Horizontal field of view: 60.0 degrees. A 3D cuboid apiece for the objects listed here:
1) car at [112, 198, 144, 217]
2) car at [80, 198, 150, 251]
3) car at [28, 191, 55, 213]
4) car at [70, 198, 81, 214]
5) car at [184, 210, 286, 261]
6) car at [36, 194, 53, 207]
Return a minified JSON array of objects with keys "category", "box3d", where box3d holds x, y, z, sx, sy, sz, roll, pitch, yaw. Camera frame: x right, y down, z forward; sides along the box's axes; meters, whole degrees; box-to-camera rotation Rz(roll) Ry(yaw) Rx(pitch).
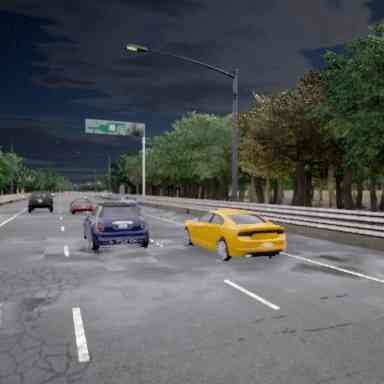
[{"category":"car","box3d":[-5.624,1.263,28.831,1.812,1.442,4.674,0,1,-22]},{"category":"car","box3d":[-3.277,1.221,13.837,2.097,1.767,4.553,0,1,-22]},{"category":"car","box3d":[-14.850,0.925,32.860,2.150,2.045,5.566,0,1,-22]},{"category":"car","box3d":[-10.440,1.278,31.417,1.994,1.385,4.181,0,0,-22]},{"category":"car","box3d":[1.261,1.365,11.971,1.882,1.535,5.008,0,1,-22]},{"category":"car","box3d":[-19.128,1.103,43.213,1.882,1.535,5.008,0,0,-22]}]
